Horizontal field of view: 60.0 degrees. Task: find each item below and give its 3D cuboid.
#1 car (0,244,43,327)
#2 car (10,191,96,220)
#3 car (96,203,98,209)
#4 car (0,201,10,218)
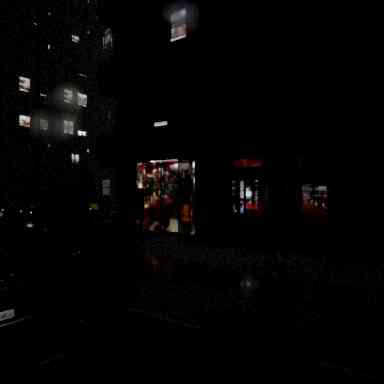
[{"bbox_3d":[-4.480,1.551,6.082,4.403,1.369,2.008,0,0,36],"label":"car"},{"bbox_3d":[-10.763,0.994,26.253,2.150,2.045,5.566,0,1,35],"label":"car"},{"bbox_3d":[-10.917,1.250,30.527,1.752,1.417,4.829,1,1,35],"label":"car"},{"bbox_3d":[-14.013,1.350,26.106,2.008,1.369,4.403,1,1,35],"label":"car"}]
